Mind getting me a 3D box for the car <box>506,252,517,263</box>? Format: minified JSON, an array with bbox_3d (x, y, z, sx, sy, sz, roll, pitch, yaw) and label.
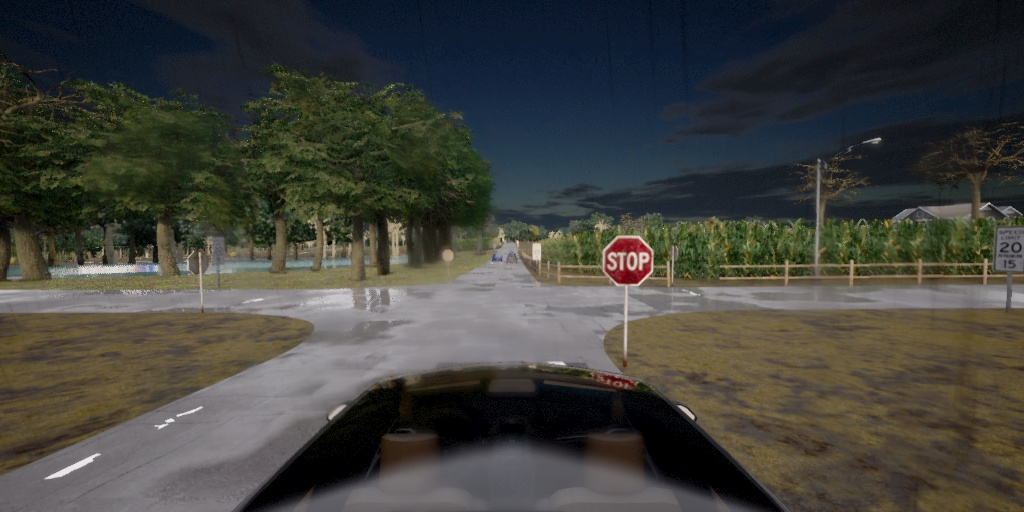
[{"bbox_3d":[-0.008,0.474,62.305,2.128,1.511,4.902,0,2,0],"label":"car"}]
